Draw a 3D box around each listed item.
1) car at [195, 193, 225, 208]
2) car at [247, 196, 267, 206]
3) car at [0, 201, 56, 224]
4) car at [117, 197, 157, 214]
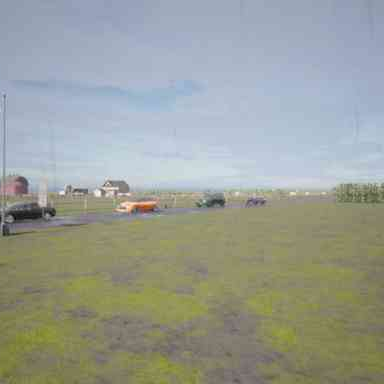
[{"bbox_3d":[2.721,1.172,47.684,2.150,2.045,5.566,1,1,34],"label":"car"},{"bbox_3d":[10.593,1.487,54.232,1.837,1.490,4.892,1,0,34],"label":"car"},{"bbox_3d":[-12.576,1.475,24.761,1.837,1.490,4.892,1,1,32],"label":"car"},{"bbox_3d":[-5.745,1.314,35.055,2.097,1.767,4.553,1,0,34],"label":"car"}]
